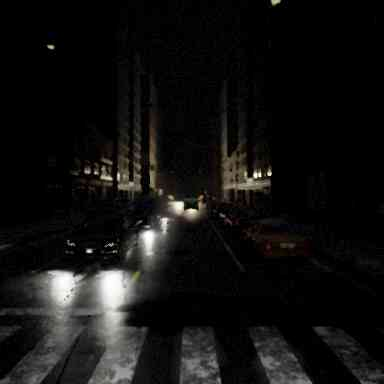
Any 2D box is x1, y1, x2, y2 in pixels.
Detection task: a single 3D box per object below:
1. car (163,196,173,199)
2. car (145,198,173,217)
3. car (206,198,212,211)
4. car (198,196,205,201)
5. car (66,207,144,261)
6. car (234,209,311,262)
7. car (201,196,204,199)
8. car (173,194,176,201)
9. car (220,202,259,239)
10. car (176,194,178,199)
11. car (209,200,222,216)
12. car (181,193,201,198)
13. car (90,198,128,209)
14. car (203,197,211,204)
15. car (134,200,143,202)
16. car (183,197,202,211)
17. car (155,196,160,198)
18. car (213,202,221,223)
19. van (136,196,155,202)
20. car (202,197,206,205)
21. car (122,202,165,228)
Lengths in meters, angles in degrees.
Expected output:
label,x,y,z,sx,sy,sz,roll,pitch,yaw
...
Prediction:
label,x,y,z,sx,sy,sz,roll,pitch,yaw
car,-5.870,1.575,72.748,1.967,1.590,4.097,0,0,0
car,-3.136,1.604,32.253,1.812,1.442,4.674,0,0,0
car,2.765,1.623,34.091,1.887,1.381,4.507,0,0,0
car,2.608,1.679,89.519,1.752,1.417,4.829,0,0,0
car,-3.134,1.544,12.460,1.837,1.490,4.892,0,0,-1
car,2.827,1.561,12.157,1.752,1.417,4.829,0,0,0
car,2.826,1.597,63.178,1.882,1.535,5.008,0,0,0
car,-5.916,1.683,89.155,1.752,1.417,4.829,0,0,0
car,2.812,1.487,17.513,1.967,1.590,4.097,0,0,0
car,-5.932,1.718,94.850,2.008,1.369,4.403,0,0,0
car,2.781,1.634,28.565,1.947,1.339,4.313,0,0,0
car,-0.141,1.328,51.579,2.150,2.045,5.566,0,0,0
car,-5.730,1.377,23.016,2.192,1.841,5.009,0,0,0
car,2.750,1.638,39.616,2.008,1.369,4.403,0,0,0
car,-5.745,1.623,28.542,2.008,1.369,4.403,0,0,0
car,-0.113,1.692,41.577,1.895,1.301,4.718,0,0,0
car,-5.792,1.415,45.119,2.192,1.841,5.009,0,0,0
car,2.796,1.609,23.039,2.008,1.369,4.403,0,0,0
van,-5.776,1.432,39.593,1.690,1.788,3.998,0,0,0
car,2.734,1.677,45.142,1.802,1.307,4.206,0,0,0
car,-3.144,1.623,22.320,1.994,1.385,4.181,0,0,0
